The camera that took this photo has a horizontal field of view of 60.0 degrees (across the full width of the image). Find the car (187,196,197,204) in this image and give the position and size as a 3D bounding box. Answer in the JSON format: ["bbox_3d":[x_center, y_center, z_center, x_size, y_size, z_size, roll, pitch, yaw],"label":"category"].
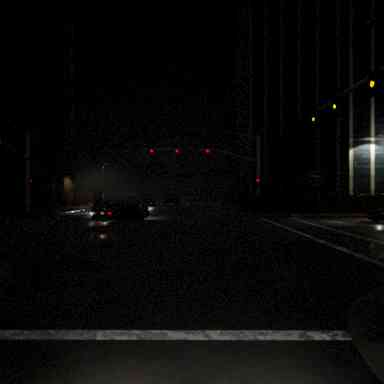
[{"bbox_3d":[-0.043,1.517,64.911,1.812,1.442,4.674,0,0,0],"label":"car"}]

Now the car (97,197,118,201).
[{"bbox_3d":[-10.606,1.520,39.847,1.812,1.442,4.674,0,0,0],"label":"car"}]

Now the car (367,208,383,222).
[{"bbox_3d":[15.467,1.474,24.278,5.008,1.535,1.882,0,0,-1],"label":"car"}]

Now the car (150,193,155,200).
[{"bbox_3d":[-7.121,1.214,52.856,2.150,2.045,5.566,0,0,0],"label":"car"}]

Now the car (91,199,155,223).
[{"bbox_3d":[-5.316,1.544,25.640,2.033,1.411,5.357,0,0,23],"label":"car"}]

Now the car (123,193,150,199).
[{"bbox_3d":[-7.126,1.346,43.355,2.097,1.767,4.553,0,0,0],"label":"car"}]

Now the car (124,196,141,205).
[{"bbox_3d":[-10.591,1.484,59.299,2.128,1.511,4.902,0,0,0],"label":"car"}]

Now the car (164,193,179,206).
[{"bbox_3d":[-3.437,1.214,56.219,2.150,2.045,5.566,0,0,0],"label":"car"}]

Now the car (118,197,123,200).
[{"bbox_3d":[-10.625,1.485,49.116,2.128,1.511,4.902,0,0,0],"label":"car"}]
